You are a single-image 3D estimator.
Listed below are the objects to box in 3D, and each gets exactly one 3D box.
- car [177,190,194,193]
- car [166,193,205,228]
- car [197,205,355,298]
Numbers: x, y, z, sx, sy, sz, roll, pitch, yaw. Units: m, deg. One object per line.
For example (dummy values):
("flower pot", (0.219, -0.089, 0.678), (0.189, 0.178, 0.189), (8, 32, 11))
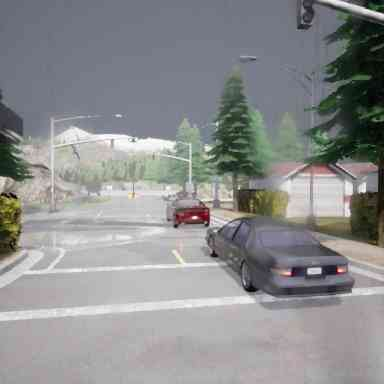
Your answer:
("car", (-0.967, 0.386, 70.291), (4.902, 1.511, 2.128), (0, 1, -11))
("car", (-0.327, 1.059, 18.982), (1.882, 1.535, 5.008), (-1, 2, -11))
("car", (1.775, 1.366, 8.601), (2.033, 1.411, 5.357), (0, 3, -11))
